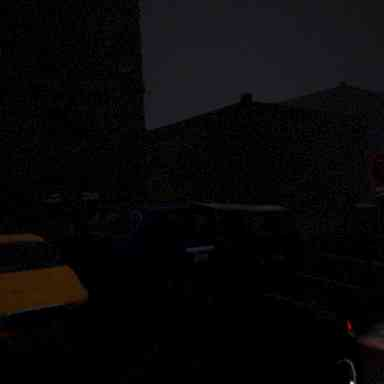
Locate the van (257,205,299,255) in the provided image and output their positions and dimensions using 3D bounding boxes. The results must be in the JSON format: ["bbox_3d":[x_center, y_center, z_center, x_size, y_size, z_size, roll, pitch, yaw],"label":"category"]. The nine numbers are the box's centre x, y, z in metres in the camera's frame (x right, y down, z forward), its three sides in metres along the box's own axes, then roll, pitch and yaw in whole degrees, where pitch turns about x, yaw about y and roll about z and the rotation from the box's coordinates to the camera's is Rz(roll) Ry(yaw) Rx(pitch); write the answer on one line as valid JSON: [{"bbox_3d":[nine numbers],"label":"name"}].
[{"bbox_3d":[0.835,1.306,9.733,1.878,1.987,4.442,1,0,-35],"label":"van"}]

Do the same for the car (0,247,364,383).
[{"bbox_3d":[-0.200,1.577,3.233,4.181,1.385,1.994,1,0,-35],"label":"car"}]

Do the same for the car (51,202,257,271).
[{"bbox_3d":[-1.388,1.257,8.043,2.435,2.045,5.566,1,0,-35],"label":"car"}]
